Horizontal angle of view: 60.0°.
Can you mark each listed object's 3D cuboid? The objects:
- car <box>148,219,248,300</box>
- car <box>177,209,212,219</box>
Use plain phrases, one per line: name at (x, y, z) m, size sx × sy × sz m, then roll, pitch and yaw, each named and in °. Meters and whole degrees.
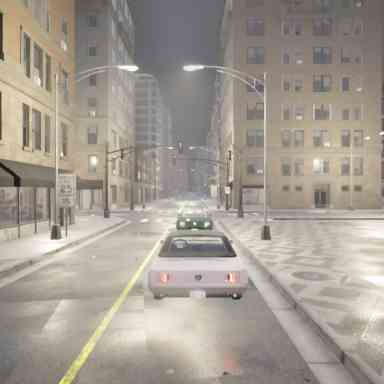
car at (0.115, 1.600, 8.354) m, size 1.895 × 1.301 × 4.718 m, roll 0°, pitch 0°, yaw 0°
car at (0.133, 1.599, 18.589) m, size 1.895 × 1.301 × 4.718 m, roll 0°, pitch 0°, yaw 0°
